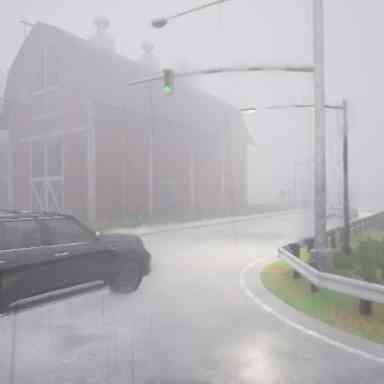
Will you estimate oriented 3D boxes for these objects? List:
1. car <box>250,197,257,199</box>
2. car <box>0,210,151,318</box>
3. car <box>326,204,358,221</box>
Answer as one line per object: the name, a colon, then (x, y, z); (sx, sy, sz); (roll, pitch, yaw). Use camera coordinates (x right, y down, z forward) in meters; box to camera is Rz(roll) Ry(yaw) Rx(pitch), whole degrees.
car: (16.007, 1.945, 86.878); (1.784, 1.438, 3.905); (-1, 0, 36)
car: (-3.305, 1.371, 6.692); (2.150, 2.045, 5.566); (-1, -1, 37)
car: (12.843, 1.694, 28.436); (1.895, 1.301, 4.718); (-1, 0, 37)
